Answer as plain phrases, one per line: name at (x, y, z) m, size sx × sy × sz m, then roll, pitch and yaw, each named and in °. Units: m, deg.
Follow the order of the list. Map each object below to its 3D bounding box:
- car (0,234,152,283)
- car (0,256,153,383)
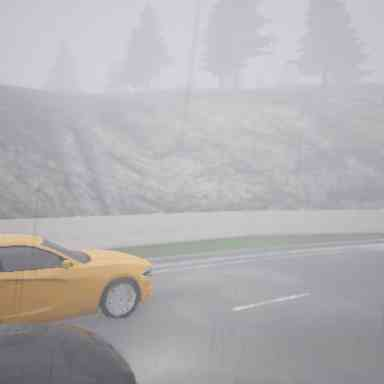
car at (-3.090, 1.476, 5.720) m, size 5.008 × 1.535 × 1.882 m, roll 0°, pitch 0°, yaw -33°
car at (-2.657, 1.498, 1.799) m, size 4.892 × 1.490 × 1.837 m, roll 1°, pitch -1°, yaw -34°
